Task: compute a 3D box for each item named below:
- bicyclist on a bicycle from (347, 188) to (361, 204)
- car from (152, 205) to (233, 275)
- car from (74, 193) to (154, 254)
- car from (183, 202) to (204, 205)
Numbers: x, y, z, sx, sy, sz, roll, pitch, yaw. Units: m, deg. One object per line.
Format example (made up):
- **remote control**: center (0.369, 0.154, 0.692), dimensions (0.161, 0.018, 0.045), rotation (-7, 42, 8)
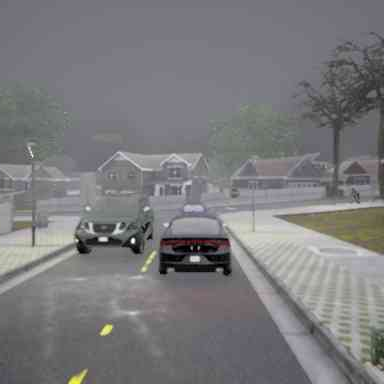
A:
- **bicyclist on a bicycle**: center (16.281, 0.408, 33.375), dimensions (0.582, 1.620, 1.656), rotation (-3, 2, -25)
- **car**: center (0.102, 1.387, 10.177), dimensions (1.882, 1.535, 5.008), rotation (0, 0, 1)
- **car**: center (-2.781, 1.102, 13.255), dimensions (2.150, 2.045, 5.566), rotation (0, 1, 0)
- **car**: center (0.103, 1.347, 20.041), dimensions (1.812, 1.442, 4.674), rotation (0, 0, 1)
